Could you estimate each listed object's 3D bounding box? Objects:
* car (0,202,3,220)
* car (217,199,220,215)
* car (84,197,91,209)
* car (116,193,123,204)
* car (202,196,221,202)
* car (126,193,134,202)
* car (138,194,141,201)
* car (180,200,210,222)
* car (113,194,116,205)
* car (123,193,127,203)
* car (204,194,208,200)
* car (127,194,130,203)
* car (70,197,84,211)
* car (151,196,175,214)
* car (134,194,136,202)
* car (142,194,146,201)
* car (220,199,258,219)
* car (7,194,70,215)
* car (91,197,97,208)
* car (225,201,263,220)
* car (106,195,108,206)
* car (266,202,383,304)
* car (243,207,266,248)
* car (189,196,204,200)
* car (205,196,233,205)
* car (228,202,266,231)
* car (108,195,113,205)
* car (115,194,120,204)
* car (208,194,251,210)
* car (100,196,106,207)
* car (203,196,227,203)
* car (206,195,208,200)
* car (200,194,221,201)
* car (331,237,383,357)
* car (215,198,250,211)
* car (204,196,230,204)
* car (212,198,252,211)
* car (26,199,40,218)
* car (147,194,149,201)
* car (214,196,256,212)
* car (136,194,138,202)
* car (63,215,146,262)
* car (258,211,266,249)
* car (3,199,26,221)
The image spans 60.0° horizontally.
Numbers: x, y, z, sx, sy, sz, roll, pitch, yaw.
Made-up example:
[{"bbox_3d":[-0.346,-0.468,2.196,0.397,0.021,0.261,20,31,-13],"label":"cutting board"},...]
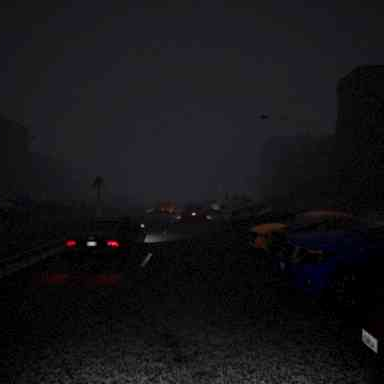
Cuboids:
[{"bbox_3d":[-15.542,1.527,21.923,4.674,1.452,2.002,0,0,0],"label":"car"},{"bbox_3d":[4.711,1.501,26.527,4.792,1.488,2.163,0,0,0],"label":"car"},{"bbox_3d":[-15.590,1.505,41.223,4.792,1.488,2.163,0,0,0],"label":"car"},{"bbox_3d":[-15.514,1.399,60.528,4.553,1.767,2.185,0,0,0],"label":"car"},{"bbox_3d":[4.915,1.700,85.007,4.674,1.452,2.002,0,0,0],"label":"car"},{"bbox_3d":[-15.565,1.313,68.800,5.566,2.045,2.435,0,0,0],"label":"car"},{"bbox_3d":[-15.519,1.628,79.828,5.008,1.535,2.097,0,0,0],"label":"car"},{"bbox_3d":[0.130,1.556,25.966,1.994,1.385,4.181,0,0,0],"label":"car"},{"bbox_3d":[-15.549,1.544,54.977,4.674,1.452,2.002,0,0,0],"label":"car"},{"bbox_3d":[-15.537,1.536,63.285,5.008,1.535,2.097,0,0,0],"label":"car"},{"bbox_3d":[4.831,1.510,54.316,4.892,1.521,2.231,0,0,0],"label":"car"},{"bbox_3d":[-15.510,1.579,66.040,4.792,1.488,2.163,0,0,0],"label":"car"},{"bbox_3d":[-15.744,1.470,38.464,5.366,1.575,1.946,0,0,0],"label":"car"},{"bbox_3d":[-2.844,1.471,34.849,1.882,1.535,5.008,0,0,0],"label":"car"},{"bbox_3d":[-15.560,1.625,74.313,4.792,1.488,2.163,0,0,0],"label":"car"},{"bbox_3d":[-15.333,1.669,85.340,5.366,1.575,1.946,0,0,0],"label":"car"},{"bbox_3d":[4.918,1.469,23.747,5.366,1.575,1.946,0,0,0],"label":"car"},{"bbox_3d":[-15.526,1.221,32.952,5.566,2.045,2.435,0,0,0],"label":"car"},{"bbox_3d":[-15.749,1.475,43.979,5.366,1.575,1.946,0,0,0],"label":"car"},{"bbox_3d":[4.753,1.504,20.969,4.792,1.488,2.163,0,0,0],"label":"car"},{"bbox_3d":[-15.529,1.519,49.499,4.792,1.488,2.163,0,0,0],"label":"car"},{"bbox_3d":[4.681,1.229,7.079,5.566,2.045,2.435,0,0,0],"label":"car"},{"bbox_3d":[4.715,1.478,12.638,5.008,1.535,2.097,0,0,0],"label":"car"},{"bbox_3d":[0.180,1.567,42.881,1.994,1.385,4.181,0,0,0],"label":"car"},{"bbox_3d":[4.871,1.558,60.000,4.792,1.488,2.163,0,0,0],"label":"car"},{"bbox_3d":[4.721,1.476,18.314,5.008,1.535,2.097,0,0,0],"label":"car"},{"bbox_3d":[-15.526,1.525,52.255,4.792,1.488,2.163,0,0,0],"label":"car"},{"bbox_3d":[-15.578,1.543,57.771,4.792,1.488,2.163,0,0,0],"label":"car"},{"bbox_3d":[4.794,1.221,34.865,5.566,2.045,2.435,0,0,0],"label":"car"},{"bbox_3d":[-15.376,1.480,46.742,5.366,1.575,1.946,0,0,0],"label":"car"},{"bbox_3d":[5.069,1.588,73.769,5.366,1.575,1.946,0,0,0],"label":"car"},{"bbox_3d":[4.807,1.490,46.104,4.892,1.521,2.231,0,0,0],"label":"car"},{"bbox_3d":[4.897,1.438,87.785,5.566,2.045,2.435,0,-1,0],"label":"car"},{"bbox_3d":[4.681,1.510,4.299,4.792,1.488,2.163,0,0,0],"label":"car"},{"bbox_3d":[4.720,1.500,29.305,4.792,1.488,2.163,0,0,0],"label":"car"},{"bbox_3d":[4.864,1.551,65.558,5.008,1.535,2.097,0,0,0],"label":"car"},{"bbox_3d":[4.780,1.519,40.548,4.674,1.452,2.002,0,0,0],"label":"car"},{"bbox_3d":[-15.552,1.517,27.438,4.674,1.452,2.002,0,0,0],"label":"car"},{"bbox_3d":[-15.484,1.488,90.853,5.566,2.045,2.435,0,-1,0],"label":"car"},{"bbox_3d":[4.806,1.350,37.677,4.553,1.767,2.185,0,0,0],"label":"car"},{"bbox_3d":[-15.559,1.486,77.071,4.553,1.767,2.185,0,0,0],"label":"car"},{"bbox_3d":[-2.899,1.546,12.114,2.033,1.411,5.357,0,0,0],"label":"car"},{"bbox_3d":[4.703,1.480,9.859,4.892,1.521,2.231,0,0,0],"label":"car"},{"bbox_3d":[-15.541,1.482,24.680,5.008,1.535,2.097,0,0,0],"label":"car"}]
